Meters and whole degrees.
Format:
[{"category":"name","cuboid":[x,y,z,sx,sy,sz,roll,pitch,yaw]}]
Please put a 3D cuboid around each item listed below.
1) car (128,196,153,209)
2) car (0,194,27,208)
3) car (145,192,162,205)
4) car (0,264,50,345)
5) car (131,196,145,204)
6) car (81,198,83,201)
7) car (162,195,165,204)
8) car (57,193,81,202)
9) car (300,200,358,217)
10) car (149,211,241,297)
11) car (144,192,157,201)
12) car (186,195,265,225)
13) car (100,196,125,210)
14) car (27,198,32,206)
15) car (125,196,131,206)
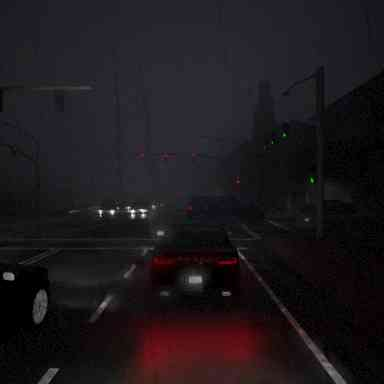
[{"category":"car","cuboid":[-7.157,1.601,46.712,1.895,1.301,4.718,0,0,1]},{"category":"car","cuboid":[-24.946,1.153,44.090,4.605,1.855,1.932,0,0,0]},{"category":"car","cuboid":[-6.910,1.352,56.520,2.097,1.767,4.553,0,0,2]},{"category":"car","cuboid":[-3.440,1.478,3.903,1.882,1.535,5.008,0,0,0]},{"category":"car","cuboid":[-10.211,1.526,63.221,1.812,1.442,4.674,0,0,2]},{"category":"car","cuboid":[-24.888,1.395,69.503,3.806,1.475,1.970,0,0,0]},{"category":"car","cuboid":[-6.604,1.352,66.373,2.097,1.767,4.553,0,0,2]},{"category":"car","cuboid":[-24.903,1.156,66.608,3.866,1.878,1.905,0,0,0]},{"category":"car","cuboid":[12.661,1.478,30.894,5.008,1.535,1.882,0,0,0]},{"category":"car","cuboid":[0.070,1.478,8.635,1.882,1.535,5.008,0,0,0]},{"category":"car","cuboid":[-9.763,0.992,78.040,2.150,2.045,5.566,0,0,2]},{"category":"car","cuboid":[2.292,1.221,23.654,5.566,2.045,2.150,0,0,-1]},{"category":"car","cuboid":[-10.705,1.505,44.077,1.837,1.490,4.892,0,0,1]},{"category":"car","cuboid":[-24.888,1.156,46.985,3.866,1.878,1.905,0,0,0]},{"category":"car","cuboid":[-10.513,1.352,53.077,2.097,1.767,4.553,0,0,2]}]
